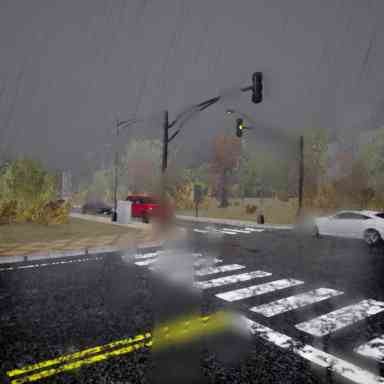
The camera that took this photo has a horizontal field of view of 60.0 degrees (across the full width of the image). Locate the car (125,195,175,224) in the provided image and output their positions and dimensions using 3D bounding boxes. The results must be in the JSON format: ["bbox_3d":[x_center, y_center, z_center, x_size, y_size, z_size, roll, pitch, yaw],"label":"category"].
[{"bbox_3d":[-3.506,1.300,25.824,2.150,2.045,5.566,2,-1,-35],"label":"car"}]

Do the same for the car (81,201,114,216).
[{"bbox_3d":[-9.935,1.689,34.614,2.033,1.411,5.357,2,-2,-35],"label":"car"}]

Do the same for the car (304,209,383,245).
[{"bbox_3d":[7.571,1.545,15.665,1.812,1.442,4.674,0,0,-37],"label":"car"}]

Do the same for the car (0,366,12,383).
[{"bbox_3d":[-3.256,1.504,1.115,4.892,1.490,1.837,0,0,-35],"label":"car"}]

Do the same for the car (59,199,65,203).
[{"bbox_3d":[-17.856,1.755,46.139,1.812,1.442,4.674,2,-1,-33],"label":"car"}]
